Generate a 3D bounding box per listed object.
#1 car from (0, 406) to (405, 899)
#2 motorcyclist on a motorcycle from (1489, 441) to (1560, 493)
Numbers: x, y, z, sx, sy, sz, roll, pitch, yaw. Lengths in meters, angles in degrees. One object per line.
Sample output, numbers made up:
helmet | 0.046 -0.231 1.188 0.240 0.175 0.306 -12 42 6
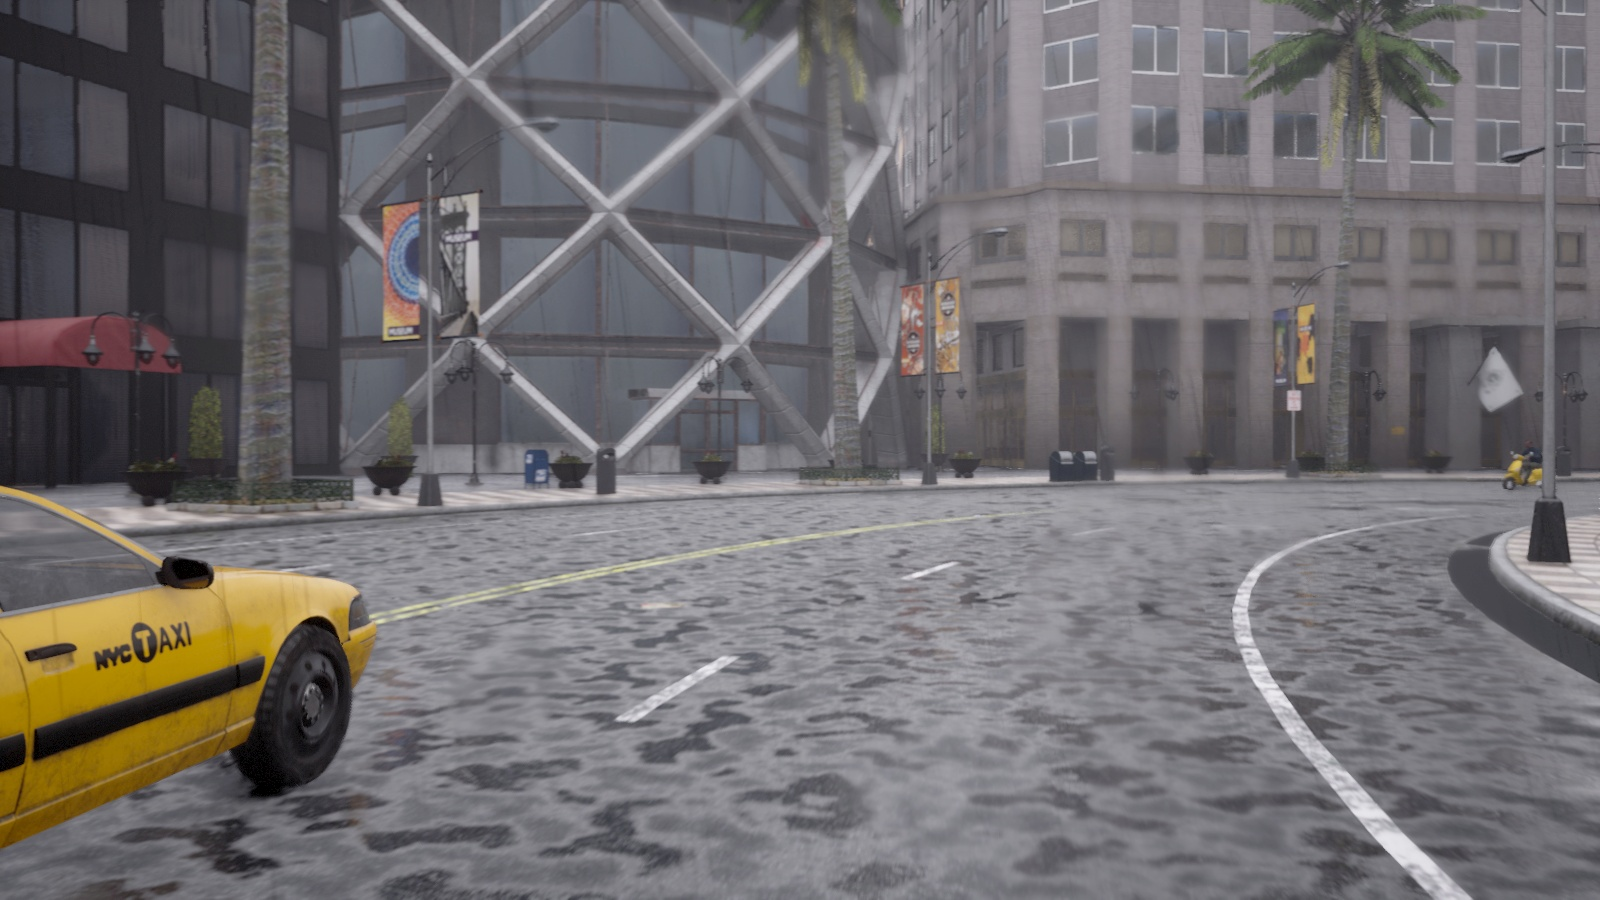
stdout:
car | -3.173 0.658 3.778 1.801 1.575 5.366 0 0 6
motorcyclist on a motorcycle | 22.771 0.518 39.492 1.817 1.590 0.866 0 1 -13
